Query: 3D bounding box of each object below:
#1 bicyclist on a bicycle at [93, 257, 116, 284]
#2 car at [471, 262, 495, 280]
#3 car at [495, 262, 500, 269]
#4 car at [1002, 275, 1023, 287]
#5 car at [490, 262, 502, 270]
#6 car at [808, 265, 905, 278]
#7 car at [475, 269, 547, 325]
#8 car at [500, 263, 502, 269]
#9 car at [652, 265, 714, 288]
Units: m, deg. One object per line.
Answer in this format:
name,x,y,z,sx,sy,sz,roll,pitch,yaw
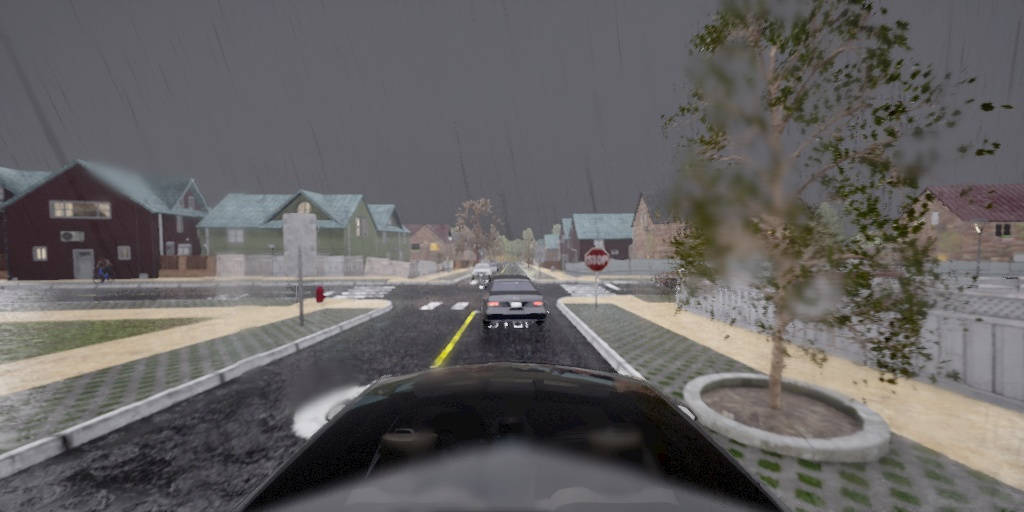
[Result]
bicyclist on a bicycle,-24.883,0.853,21.898,0.582,1.620,1.656,0,3,-16
car,-2.811,1.435,34.101,1.812,1.442,4.674,0,0,-2
car,-2.847,1.573,43.546,1.895,1.301,4.718,0,0,0
car,32.623,1.483,21.222,4.718,1.301,1.895,1,3,11
car,-2.801,1.691,63.671,1.994,1.385,4.181,0,0,0
car,21.785,1.286,22.847,5.008,1.535,1.882,0,3,6
car,-0.095,1.339,12.001,2.033,1.411,5.357,0,0,-5
car,-2.844,1.596,53.772,2.033,1.411,5.357,0,0,0
car,11.674,1.302,23.518,4.674,1.442,1.812,0,3,2
